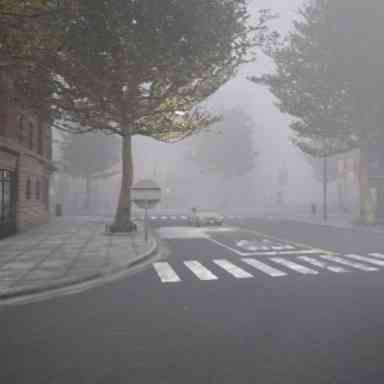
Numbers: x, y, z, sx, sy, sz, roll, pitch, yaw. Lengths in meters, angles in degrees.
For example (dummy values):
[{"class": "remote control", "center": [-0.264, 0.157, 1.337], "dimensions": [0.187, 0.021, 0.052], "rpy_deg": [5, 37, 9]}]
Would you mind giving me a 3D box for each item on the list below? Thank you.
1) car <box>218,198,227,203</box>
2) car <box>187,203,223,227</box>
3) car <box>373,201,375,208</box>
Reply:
[{"class": "car", "center": [8.685, 2.229, 82.381], "dimensions": [4.674, 1.452, 2.002], "rpy_deg": [0, -1, -12]}, {"class": "car", "center": [0.858, 1.799, 25.125], "dimensions": [1.812, 1.442, 4.674], "rpy_deg": [0, -1, -13]}, {"class": "car", "center": [33.267, 2.346, 60.151], "dimensions": [4.718, 1.301, 1.895], "rpy_deg": [0, -1, -12]}]
